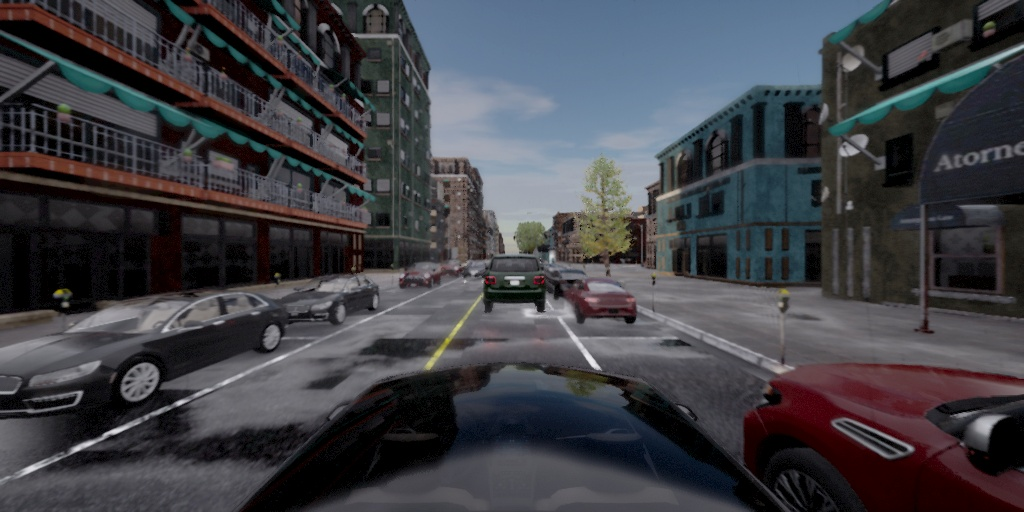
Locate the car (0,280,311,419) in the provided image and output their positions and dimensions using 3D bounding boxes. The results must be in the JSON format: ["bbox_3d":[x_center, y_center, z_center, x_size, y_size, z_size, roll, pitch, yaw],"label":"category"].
[{"bbox_3d":[-5.689,1.288,6.046,2.007,1.370,4.403,0,0,0],"label":"car"}]

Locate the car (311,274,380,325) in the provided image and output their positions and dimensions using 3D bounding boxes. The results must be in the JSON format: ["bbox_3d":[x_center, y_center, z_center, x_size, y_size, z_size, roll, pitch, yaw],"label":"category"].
[{"bbox_3d":[-5.688,1.274,11.585,2.007,1.370,4.403,0,0,0],"label":"car"}]

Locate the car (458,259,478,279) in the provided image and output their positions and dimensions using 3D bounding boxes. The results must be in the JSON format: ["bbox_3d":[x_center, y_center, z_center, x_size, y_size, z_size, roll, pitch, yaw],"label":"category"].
[{"bbox_3d":[-3.092,1.178,31.163,2.128,1.511,4.902,0,0,0],"label":"car"}]

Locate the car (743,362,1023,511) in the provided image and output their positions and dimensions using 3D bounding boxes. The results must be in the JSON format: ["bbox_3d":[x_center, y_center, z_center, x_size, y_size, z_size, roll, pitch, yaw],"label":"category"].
[{"bbox_3d":[2.691,1.068,0.507,2.192,1.841,5.009,0,0,0],"label":"car"}]

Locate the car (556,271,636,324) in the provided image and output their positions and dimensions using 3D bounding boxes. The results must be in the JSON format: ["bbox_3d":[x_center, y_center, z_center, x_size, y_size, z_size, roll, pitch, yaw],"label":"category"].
[{"bbox_3d":[2.693,1.306,11.583,1.802,1.307,4.207,0,0,0],"label":"car"}]

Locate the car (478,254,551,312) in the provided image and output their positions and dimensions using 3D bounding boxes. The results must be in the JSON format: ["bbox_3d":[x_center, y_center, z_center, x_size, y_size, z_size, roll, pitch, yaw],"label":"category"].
[{"bbox_3d":[0.096,0.940,14.160,2.150,2.045,5.566,0,0,0],"label":"car"}]

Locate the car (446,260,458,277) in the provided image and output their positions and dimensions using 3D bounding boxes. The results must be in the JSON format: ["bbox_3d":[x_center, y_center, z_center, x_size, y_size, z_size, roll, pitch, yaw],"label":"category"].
[{"bbox_3d":[-5.684,1.122,33.741,1.967,1.591,4.097,0,0,0],"label":"car"}]

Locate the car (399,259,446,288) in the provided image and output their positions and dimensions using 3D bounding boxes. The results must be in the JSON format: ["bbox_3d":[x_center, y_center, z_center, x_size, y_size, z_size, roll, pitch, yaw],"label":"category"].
[{"bbox_3d":[-5.686,1.142,22.662,1.967,1.591,4.097,0,0,0],"label":"car"}]

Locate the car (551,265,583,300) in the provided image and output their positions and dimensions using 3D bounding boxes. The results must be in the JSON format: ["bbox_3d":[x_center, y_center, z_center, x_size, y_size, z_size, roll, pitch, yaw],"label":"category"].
[{"bbox_3d":[2.693,1.278,17.122,1.948,1.339,4.313,0,0,0],"label":"car"}]
